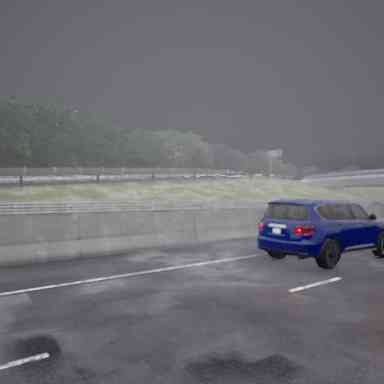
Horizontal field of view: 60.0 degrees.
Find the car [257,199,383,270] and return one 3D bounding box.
[{"bbox_3d":[4.695,1.268,11.424,5.566,2.045,2.150,1,0,-36],"label":"car"}]

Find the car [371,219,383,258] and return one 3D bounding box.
[{"bbox_3d":[7.174,1.542,8.896,4.902,1.511,2.128,0,0,-35],"label":"car"}]

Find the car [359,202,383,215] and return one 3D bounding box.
[{"bbox_3d":[22.794,2.020,41.210,4.181,1.385,1.994,1,-1,-33],"label":"car"}]

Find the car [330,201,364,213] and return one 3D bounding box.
[{"bbox_3d":[20.457,1.974,43.863,4.674,1.442,1.812,1,-1,-33],"label":"car"}]
